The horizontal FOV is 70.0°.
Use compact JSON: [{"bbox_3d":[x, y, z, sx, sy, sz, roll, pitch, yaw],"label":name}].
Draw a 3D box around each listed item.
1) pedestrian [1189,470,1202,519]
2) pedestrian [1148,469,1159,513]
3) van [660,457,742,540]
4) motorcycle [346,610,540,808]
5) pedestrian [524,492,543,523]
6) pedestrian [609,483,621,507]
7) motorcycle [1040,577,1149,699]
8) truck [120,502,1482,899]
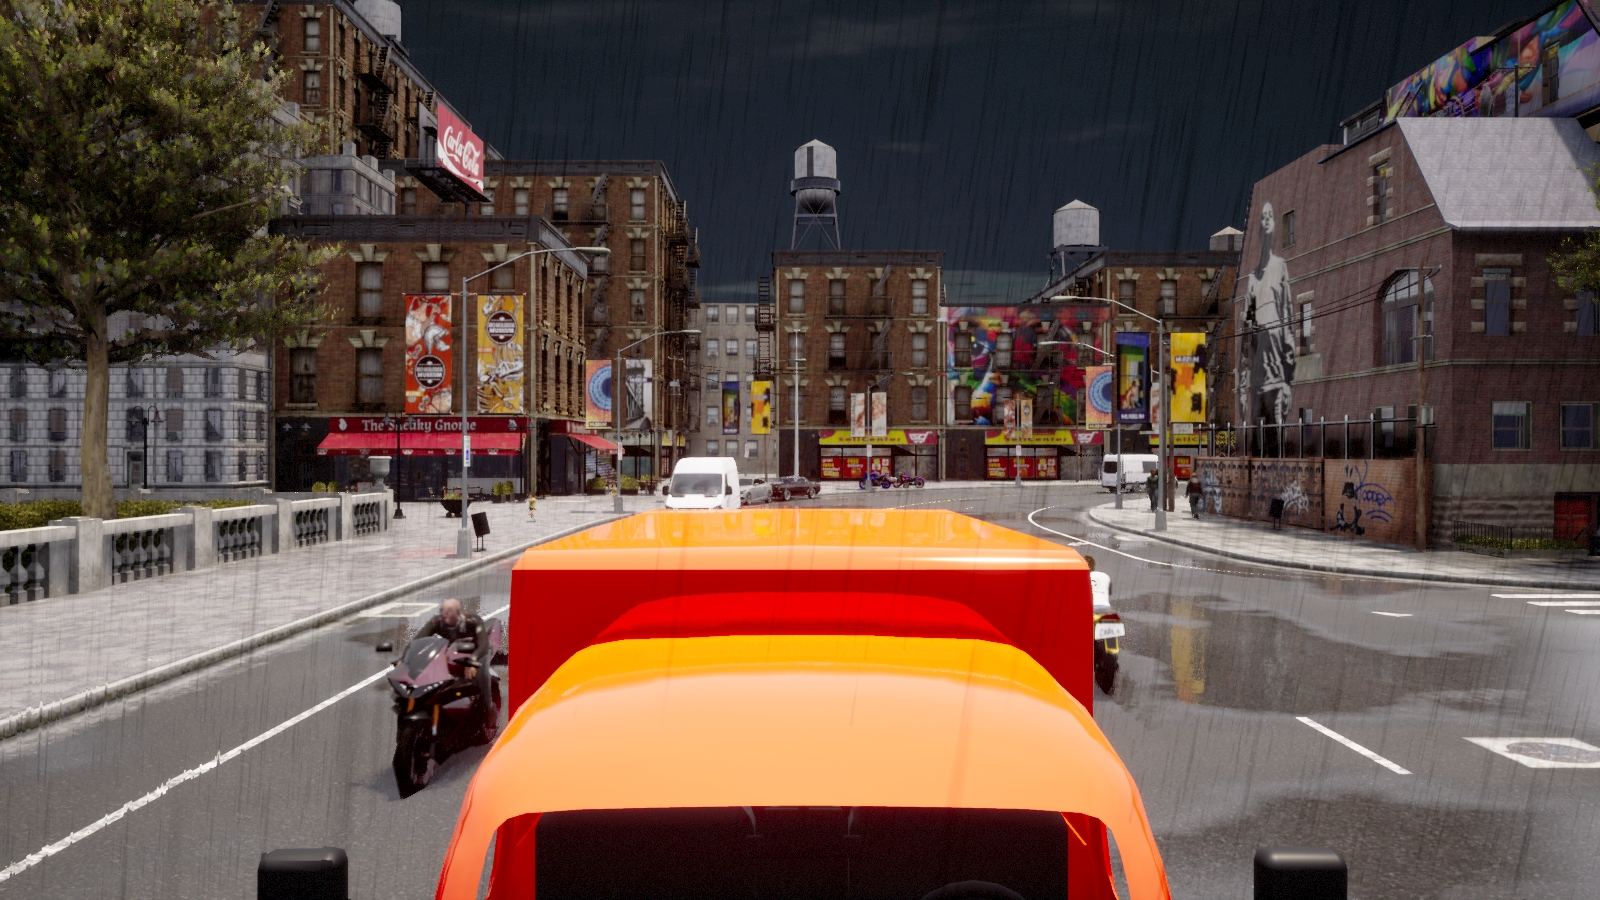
[{"bbox_3d":[15.107,1.713,43.650,0.375,1.860,0.375,0,0,2],"label":"pedestrian"},{"bbox_3d":[14.851,1.715,47.971,0.375,1.860,0.375,0,0,8],"label":"pedestrian"},{"bbox_3d":[-3.267,1.550,38.995,1.988,2.561,5.915,0,0,3],"label":"van"},{"bbox_3d":[-3.095,2.210,10.188,0.867,1.251,2.209,0,0,5],"label":"motorcycle"},{"bbox_3d":[-9.748,2.093,41.803,0.500,1.100,0.500,0,0,28],"label":"pedestrian"},{"bbox_3d":[-8.661,2.097,53.478,0.500,1.100,0.500,0,0,-1],"label":"pedestrian"},{"bbox_3d":[3.520,2.219,13.840,0.803,1.145,2.033,0,0,0],"label":"motorcycle"},{"bbox_3d":[-0.002,1.571,4.805,2.627,2.467,5.204,0,0,0],"label":"truck"}]
